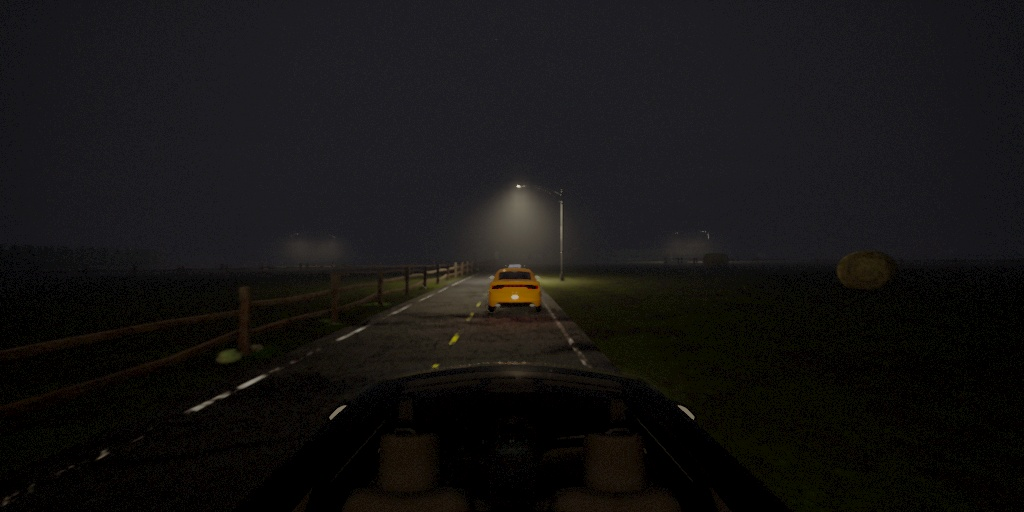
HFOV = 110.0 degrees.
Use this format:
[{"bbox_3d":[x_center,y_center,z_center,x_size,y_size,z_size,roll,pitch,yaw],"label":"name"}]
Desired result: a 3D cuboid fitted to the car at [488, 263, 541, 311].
[{"bbox_3d":[0.108,1.231,14.529,1.882,1.535,5.008,0,0,0],"label":"car"}]
